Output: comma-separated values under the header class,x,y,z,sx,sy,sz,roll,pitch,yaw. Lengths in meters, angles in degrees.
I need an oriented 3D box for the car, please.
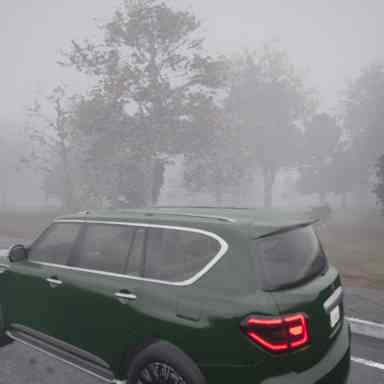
class,x,y,z,sx,sy,sz,roll,pitch,yaw
car,-0.889,1.220,4.580,5.566,2.045,2.150,0,0,35
